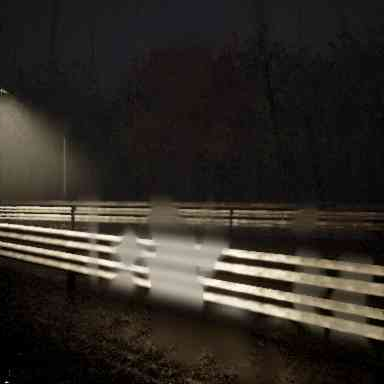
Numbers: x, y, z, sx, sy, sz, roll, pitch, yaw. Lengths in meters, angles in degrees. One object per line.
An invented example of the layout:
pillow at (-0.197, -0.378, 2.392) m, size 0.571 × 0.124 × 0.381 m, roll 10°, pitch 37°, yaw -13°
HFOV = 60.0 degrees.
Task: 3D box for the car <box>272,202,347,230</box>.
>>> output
car at (7.547, 1.417, 21.620) m, size 4.553 × 1.767 × 2.097 m, roll 0°, pitch 0°, yaw 17°
